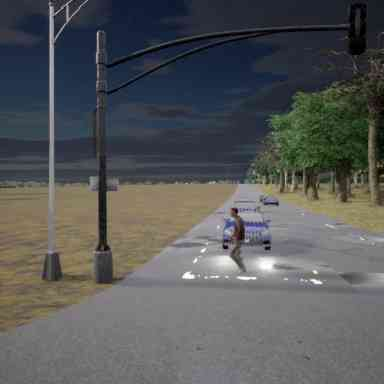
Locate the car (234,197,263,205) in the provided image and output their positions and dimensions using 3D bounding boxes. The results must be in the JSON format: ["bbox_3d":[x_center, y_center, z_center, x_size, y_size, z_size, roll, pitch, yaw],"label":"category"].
[{"bbox_3d":[3.746,1.383,23.380,1.882,1.535,5.008,0,0,9],"label":"car"}]

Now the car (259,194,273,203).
[{"bbox_3d":[12.703,1.088,57.309,1.994,1.385,4.181,0,1,9],"label":"car"}]

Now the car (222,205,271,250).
[{"bbox_3d":[2.352,1.488,14.278,1.812,1.442,4.674,0,0,10],"label":"car"}]

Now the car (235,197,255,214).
[{"bbox_3d":[5.304,1.291,33.482,1.882,1.535,5.008,0,1,9],"label":"car"}]

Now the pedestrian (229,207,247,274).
[{"bbox_3d":[1.244,1.278,9.054,0.375,1.860,0.375,-1,1,9],"label":"pedestrian"}]

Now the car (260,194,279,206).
[{"bbox_3d":[11.198,1.216,47.426,1.994,1.385,4.181,0,1,7],"label":"car"}]
